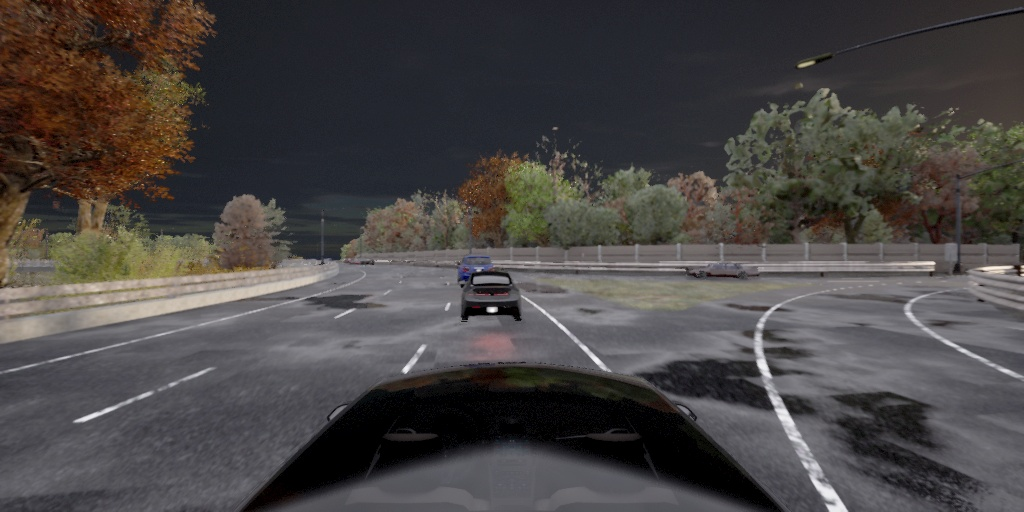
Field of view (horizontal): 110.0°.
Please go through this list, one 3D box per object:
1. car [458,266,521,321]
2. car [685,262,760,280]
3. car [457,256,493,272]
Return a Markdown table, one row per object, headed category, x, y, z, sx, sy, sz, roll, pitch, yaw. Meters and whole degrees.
| category | x | y | z | sx | sy | sz | roll | pitch | yaw |
| --- | --- | --- | --- | --- | --- | --- | --- | --- | --- |
| car | -0.785 | 1.262 | 12.497 | 1.837 | 1.490 | 4.892 | 0 | 0 | -5 |
| car | 17.556 | 1.250 | 30.123 | 5.357 | 1.411 | 2.033 | 0 | 0 | 14 |
| car | -2.536 | 0.990 | 24.657 | 2.150 | 2.045 | 5.566 | 0 | 0 | -11 |
